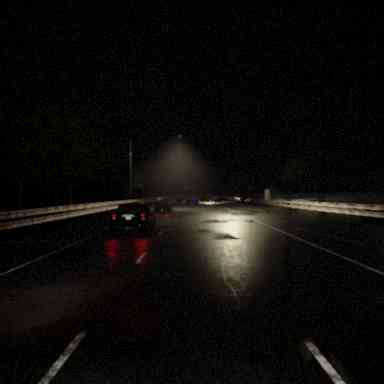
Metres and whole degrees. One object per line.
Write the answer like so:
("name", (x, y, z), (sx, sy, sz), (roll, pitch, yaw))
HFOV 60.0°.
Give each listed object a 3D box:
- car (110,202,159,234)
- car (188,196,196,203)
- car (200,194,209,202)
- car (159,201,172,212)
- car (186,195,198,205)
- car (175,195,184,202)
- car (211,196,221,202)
("car", (-3.412, 1.426, 19.948), (2.097, 1.767, 4.553), (0, 0, 0))
("car", (-0.047, 1.844, 87.984), (2.097, 1.767, 4.553), (0, 0, 0))
("car", (3.452, 1.856, 91.115), (2.097, 1.767, 4.553), (0, 0, 0))
("car", (-3.424, 1.795, 40.812), (1.895, 1.301, 4.718), (0, 0, 0))
("car", (0.062, 1.574, 66.296), (2.150, 2.045, 5.566), (0, 0, 0))
("car", (-3.548, 1.976, 90.723), (1.882, 1.535, 5.008), (0, 0, 0))
("car", (6.952, 2.097, 91.175), (1.895, 1.301, 4.718), (0, 0, 0))
